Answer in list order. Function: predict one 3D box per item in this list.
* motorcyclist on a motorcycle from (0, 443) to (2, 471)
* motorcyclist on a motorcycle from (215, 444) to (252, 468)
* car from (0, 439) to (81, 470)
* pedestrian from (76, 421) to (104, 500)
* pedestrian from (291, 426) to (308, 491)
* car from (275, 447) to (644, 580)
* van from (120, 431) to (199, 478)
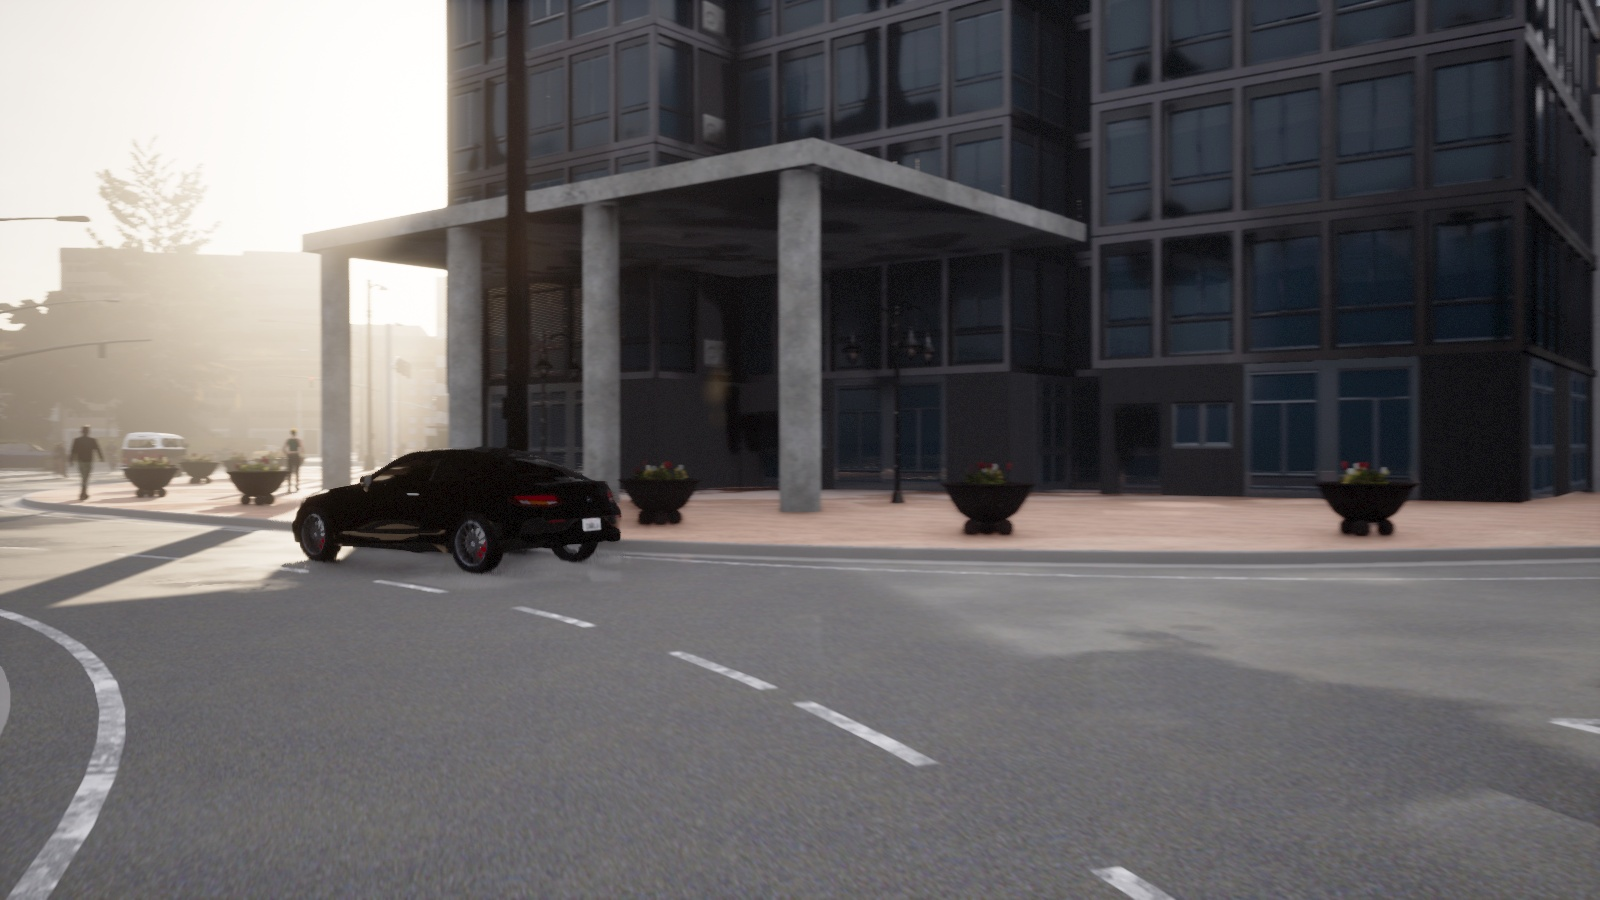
[{"bbox_3d":[-44.755,0.402,68.397,2.044,1.523,0.797,0,0,-12],"label":"motorcyclist on a motorcycle"},{"bbox_3d":[-36.867,0.381,81.757,0.866,1.530,2.191,0,0,20],"label":"motorcyclist on a motorcycle"},{"bbox_3d":[-44.415,0.252,72.711,4.553,1.767,2.097,0,0,-23],"label":"car"},{"bbox_3d":[-16.868,0.248,29.829,0.431,1.840,0.703,0,0,-41],"label":"pedestrian"},{"bbox_3d":[-14.140,0.237,35.463,0.345,1.836,0.594,0,0,-12],"label":"pedestrian"},{"bbox_3d":[-4.338,0.689,15.726,4.674,1.442,1.812,0,0,33],"label":"car"},{"bbox_3d":[-29.047,0.186,57.072,2.069,2.038,4.480,0,0,-12],"label":"van"}]
